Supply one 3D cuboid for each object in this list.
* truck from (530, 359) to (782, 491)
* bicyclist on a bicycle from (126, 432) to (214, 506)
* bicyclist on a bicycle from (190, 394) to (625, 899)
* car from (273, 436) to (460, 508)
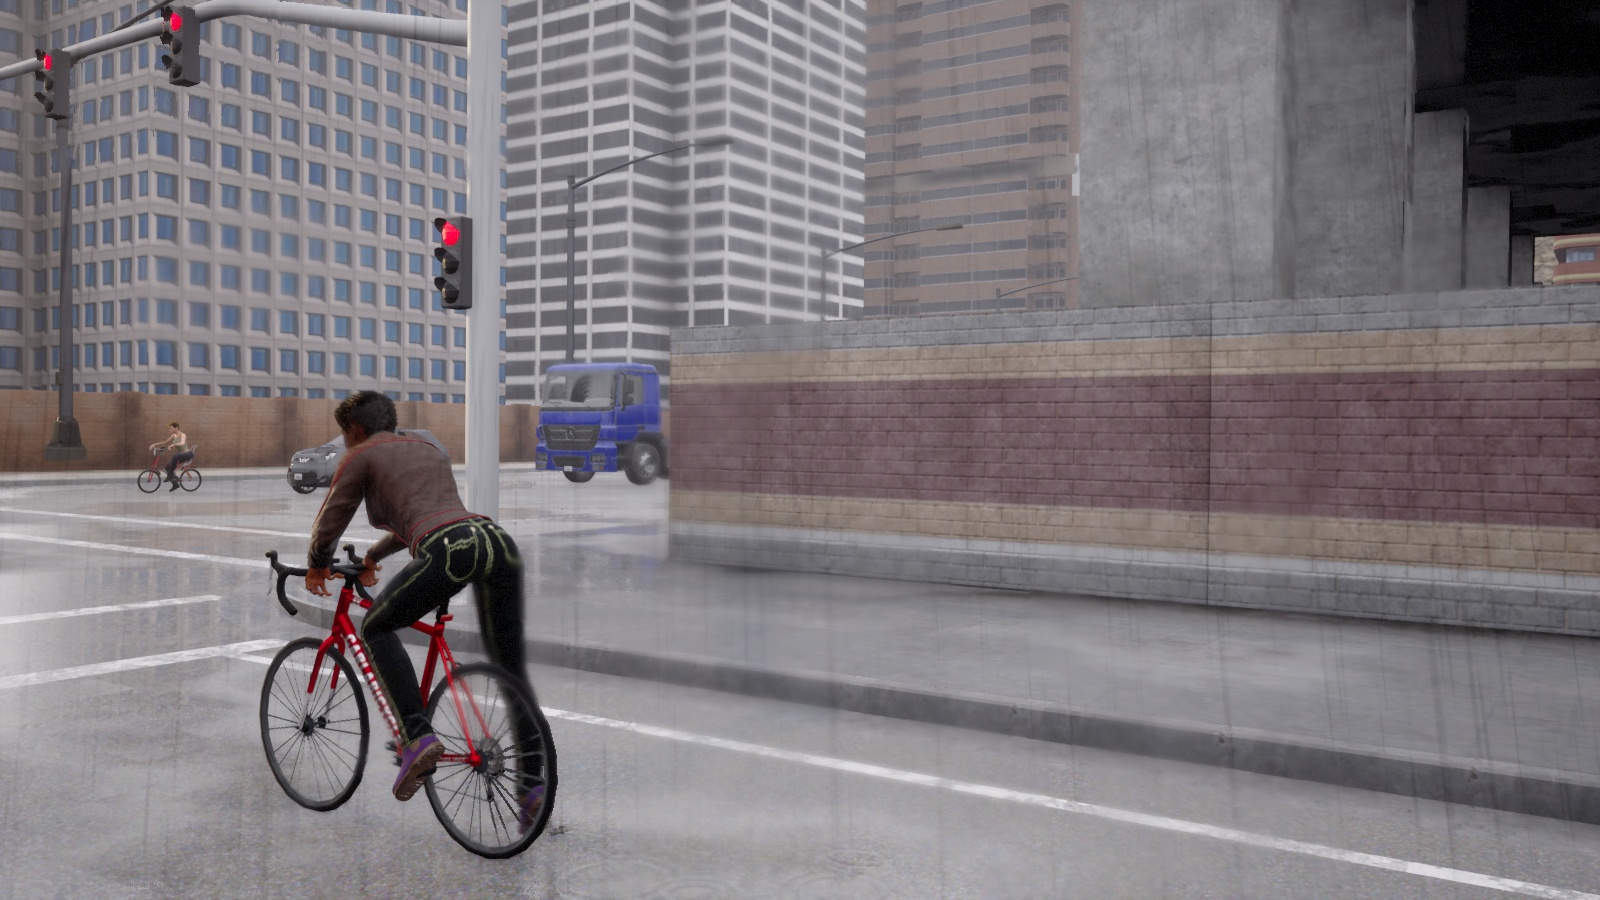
[{"bbox_3d":[-4.014,-0.716,37.132,2.891,3.462,7.936,0,1,34],"label":"truck"},{"bbox_3d":[-14.198,0.415,28.327,0.866,1.612,1.509,0,1,34],"label":"bicyclist on a bicycle"},{"bbox_3d":[-1.473,0.635,4.600,1.656,1.620,0.582,0,1,34],"label":"bicyclist on a bicycle"},{"bbox_3d":[-9.795,0.448,28.590,1.845,1.501,3.633,0,1,34],"label":"car"}]
